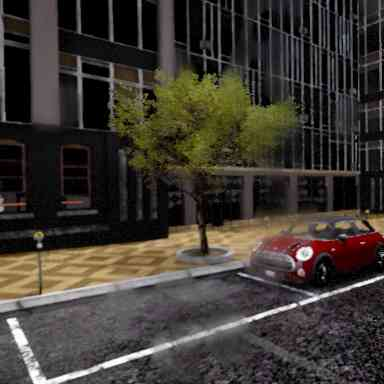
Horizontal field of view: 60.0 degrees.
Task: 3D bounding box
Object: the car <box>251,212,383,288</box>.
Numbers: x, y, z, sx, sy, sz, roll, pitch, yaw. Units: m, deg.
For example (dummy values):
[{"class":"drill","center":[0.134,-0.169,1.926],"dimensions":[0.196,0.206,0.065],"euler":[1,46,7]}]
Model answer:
[{"class":"car","center":[3.491,1.408,9.082],"dimensions":[4.097,1.590,1.967],"euler":[0,-1,-35]}]
